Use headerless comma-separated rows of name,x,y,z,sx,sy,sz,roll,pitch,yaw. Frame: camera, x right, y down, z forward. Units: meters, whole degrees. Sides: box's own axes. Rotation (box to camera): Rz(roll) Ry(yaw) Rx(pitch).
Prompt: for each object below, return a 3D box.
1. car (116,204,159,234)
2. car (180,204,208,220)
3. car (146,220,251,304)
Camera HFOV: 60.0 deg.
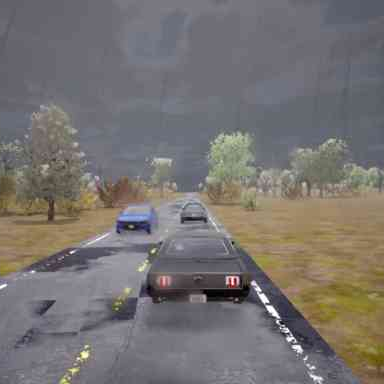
car,-3.061,1.475,19.278,1.882,1.535,5.008,0,0,0
car,0.153,1.560,25.323,1.994,1.385,4.181,0,0,0
car,0.116,1.602,8.114,1.895,1.301,4.718,0,0,0
